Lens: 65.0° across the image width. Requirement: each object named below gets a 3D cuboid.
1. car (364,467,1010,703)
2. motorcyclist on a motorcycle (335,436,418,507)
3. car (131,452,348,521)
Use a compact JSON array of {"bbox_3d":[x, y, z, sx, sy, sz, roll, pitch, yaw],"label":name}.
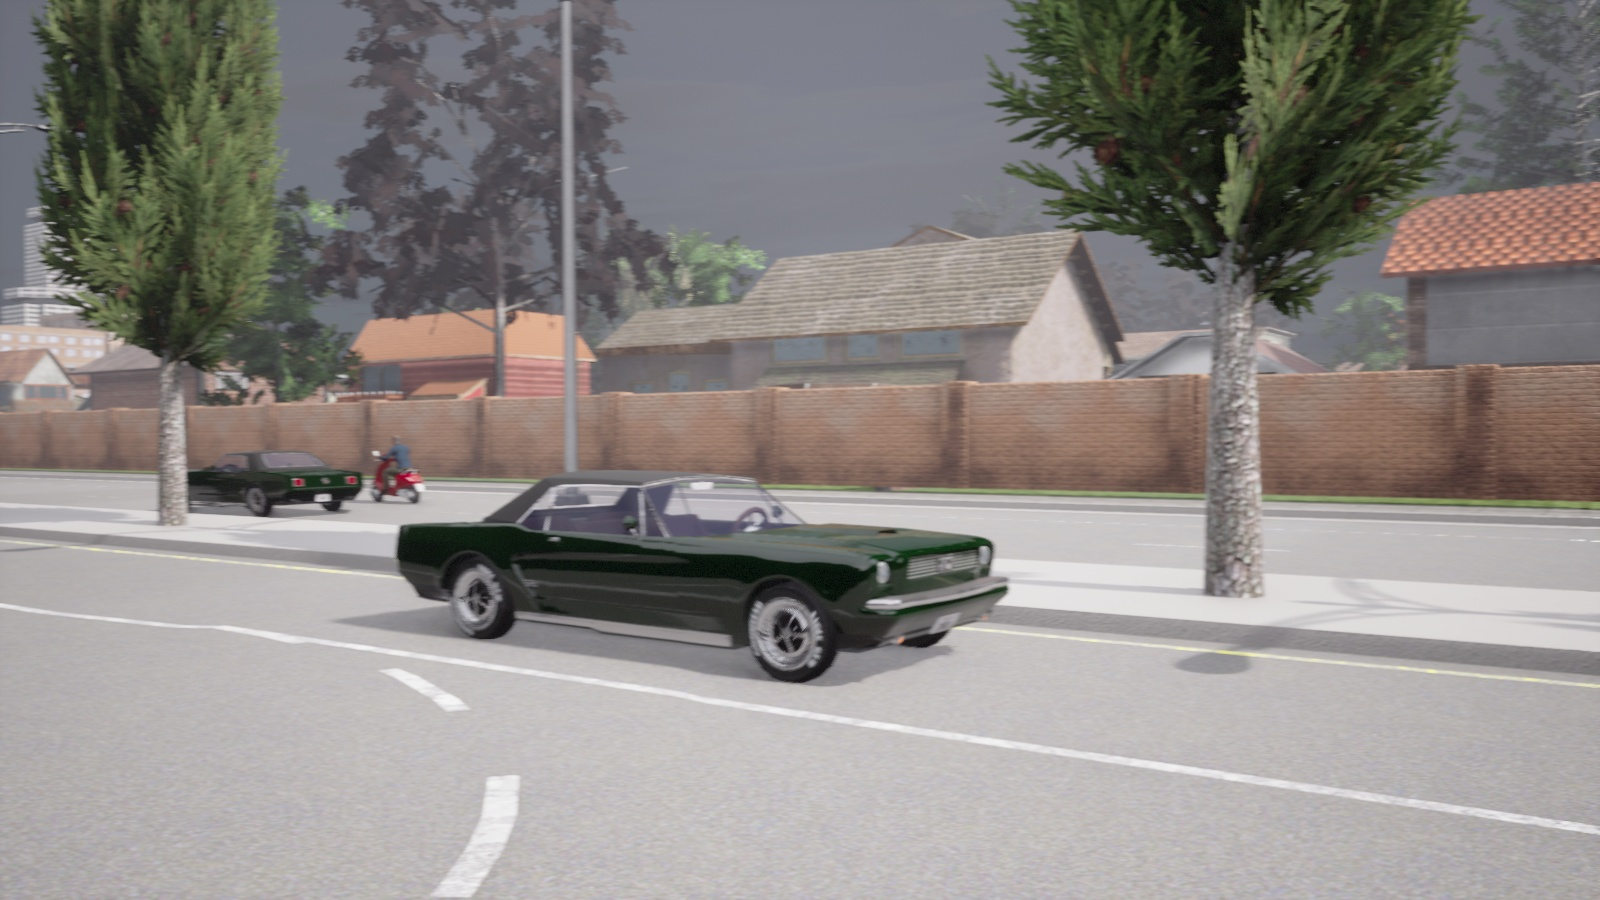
[{"bbox_3d":[-0.989,0.823,9.508,4.718,1.301,1.895,0,1,34],"label":"car"},{"bbox_3d":[-9.827,0.488,29.147,1.817,1.590,0.866,0,1,34],"label":"motorcyclist on a motorcycle"},{"bbox_3d":[-11.751,0.706,26.227,4.718,1.301,1.895,0,1,34],"label":"car"}]
